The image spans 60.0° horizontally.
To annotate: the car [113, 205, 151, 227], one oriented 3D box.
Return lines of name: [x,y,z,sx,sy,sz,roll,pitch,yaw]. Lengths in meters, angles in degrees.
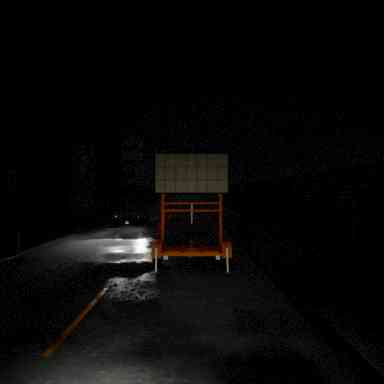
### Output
car: [-4.015,1.600,22.784,1.895,1.301,4.718,0,0,0]

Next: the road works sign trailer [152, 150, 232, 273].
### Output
road works sign trailer: [-0.007,0.464,10.646,2.380,3.560,2.880,0,0,0]
